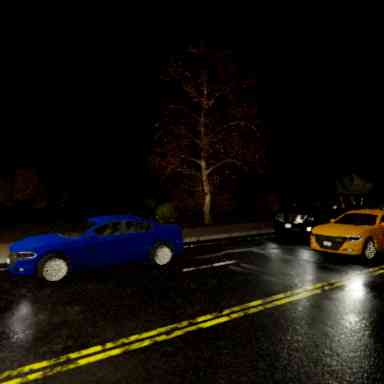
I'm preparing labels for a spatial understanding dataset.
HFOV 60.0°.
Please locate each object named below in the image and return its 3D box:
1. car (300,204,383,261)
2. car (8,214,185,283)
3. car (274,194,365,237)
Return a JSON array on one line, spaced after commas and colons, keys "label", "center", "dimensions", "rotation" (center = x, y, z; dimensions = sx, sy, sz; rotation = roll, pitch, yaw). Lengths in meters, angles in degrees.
[{"label": "car", "center": [6.410, 1.389, 12.167], "dimensions": [5.008, 1.535, 1.882], "rotation": [0, 0, -35]}, {"label": "car", "center": [-2.575, 1.453, 9.820], "dimensions": [5.008, 1.535, 1.882], "rotation": [0, 0, -36]}, {"label": "car", "center": [6.474, 1.115, 16.278], "dimensions": [5.566, 2.045, 2.150], "rotation": [-1, 0, -36]}]
